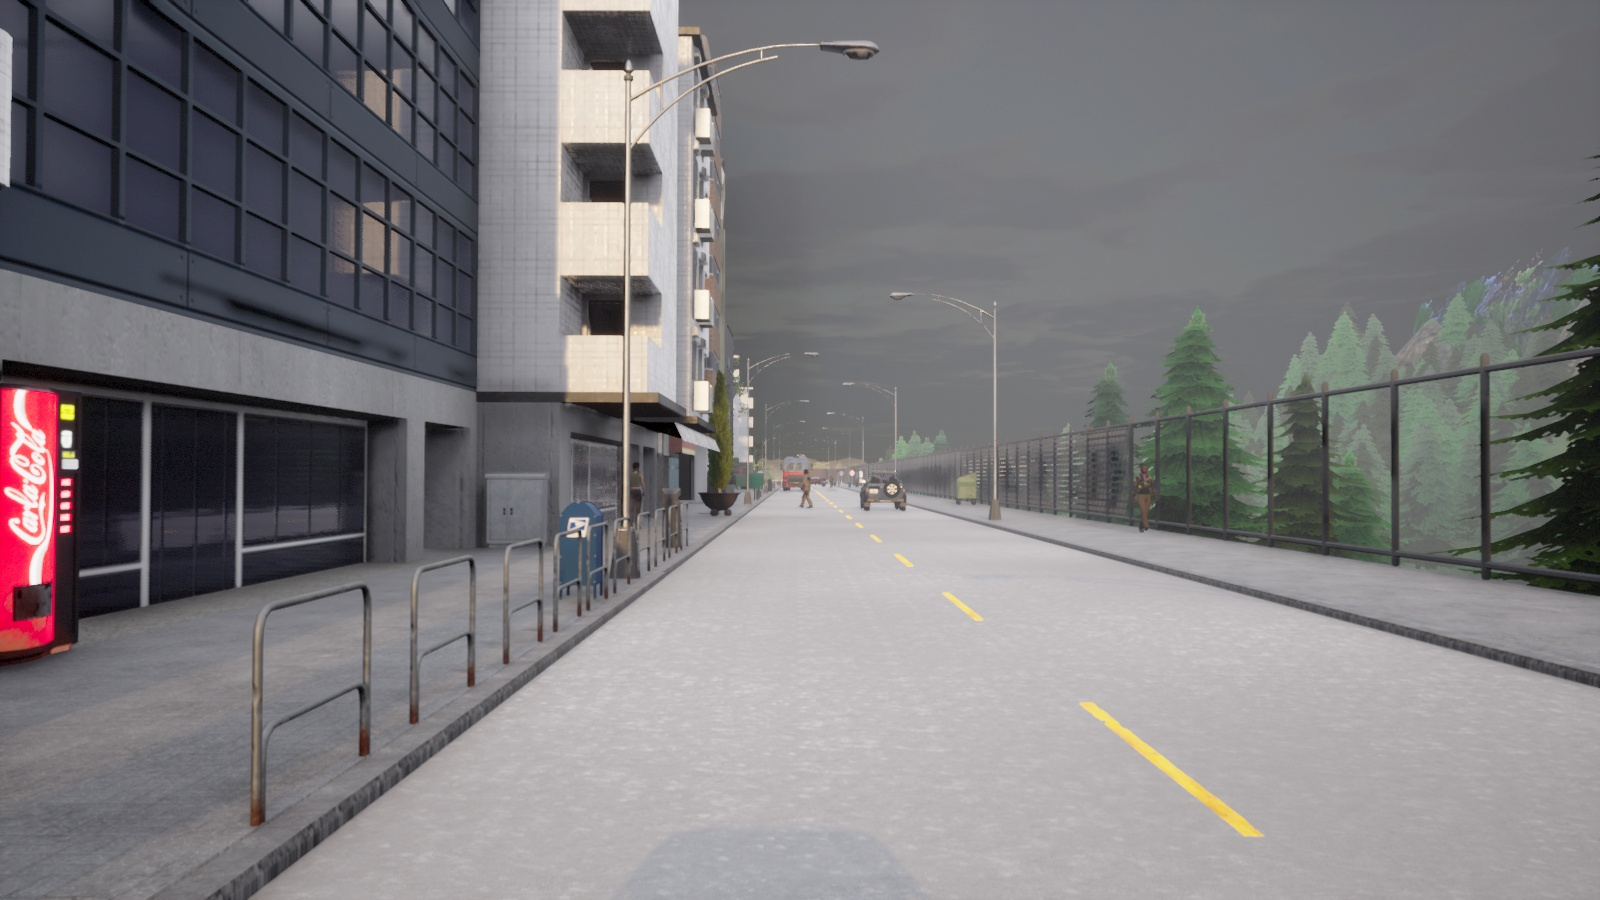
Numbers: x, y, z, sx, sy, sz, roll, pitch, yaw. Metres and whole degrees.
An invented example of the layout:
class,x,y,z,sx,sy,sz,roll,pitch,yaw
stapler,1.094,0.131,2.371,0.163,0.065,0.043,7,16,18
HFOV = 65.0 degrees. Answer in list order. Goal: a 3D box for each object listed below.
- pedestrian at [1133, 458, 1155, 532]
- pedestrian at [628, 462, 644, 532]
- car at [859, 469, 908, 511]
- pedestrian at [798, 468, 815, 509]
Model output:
class,x,y,z,sx,sy,sz,roll,pitch,yaw
pedestrian,9.014,1.177,32.939,0.395,1.930,0.692,0,-1,1
pedestrian,-4.380,1.243,33.529,0.345,1.836,0.594,0,-1,0
car,3.842,1.834,58.464,1.932,1.855,4.605,0,-1,0
pedestrian,0.302,1.794,58.745,0.692,1.930,0.396,-1,-1,22
